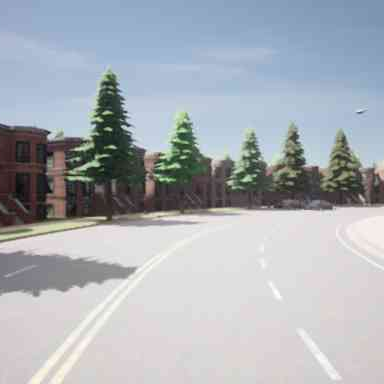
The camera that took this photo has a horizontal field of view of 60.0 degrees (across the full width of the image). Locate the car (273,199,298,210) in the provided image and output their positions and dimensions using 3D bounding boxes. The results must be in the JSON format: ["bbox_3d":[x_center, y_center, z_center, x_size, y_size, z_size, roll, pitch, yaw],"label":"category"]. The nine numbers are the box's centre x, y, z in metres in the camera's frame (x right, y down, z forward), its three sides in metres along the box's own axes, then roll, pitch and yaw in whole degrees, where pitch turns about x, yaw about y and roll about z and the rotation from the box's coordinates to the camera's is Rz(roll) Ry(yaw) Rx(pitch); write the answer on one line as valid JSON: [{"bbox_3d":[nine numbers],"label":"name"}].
[{"bbox_3d":[13.285,1.676,44.699,5.357,1.411,2.033,0,0,-38],"label":"car"}]

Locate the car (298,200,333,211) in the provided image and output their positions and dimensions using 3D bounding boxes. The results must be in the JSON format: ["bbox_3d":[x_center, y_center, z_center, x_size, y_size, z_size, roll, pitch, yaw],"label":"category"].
[{"bbox_3d":[15.953,1.685,42.183,4.181,1.385,1.994,0,0,-35],"label":"car"}]
